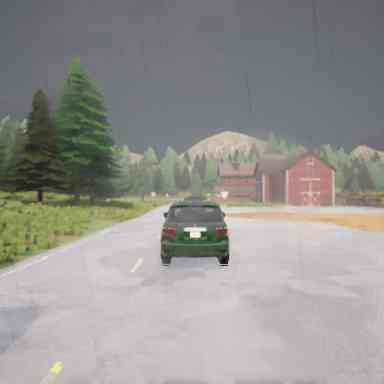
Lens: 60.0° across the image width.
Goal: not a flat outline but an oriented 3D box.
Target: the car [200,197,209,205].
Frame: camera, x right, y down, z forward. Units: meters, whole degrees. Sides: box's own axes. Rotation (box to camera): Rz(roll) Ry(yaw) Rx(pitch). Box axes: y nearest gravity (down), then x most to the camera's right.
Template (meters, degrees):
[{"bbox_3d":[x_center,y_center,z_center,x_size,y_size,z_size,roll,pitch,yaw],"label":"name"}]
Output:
[{"bbox_3d":[2.975,2.126,80.342,1.816,1.474,4.193,-6,0,-2],"label":"car"}]

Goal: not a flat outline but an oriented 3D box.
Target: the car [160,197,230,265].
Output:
[{"bbox_3d":[0.095,1.327,12.199,2.150,2.045,5.566,0,0,0],"label":"car"}]

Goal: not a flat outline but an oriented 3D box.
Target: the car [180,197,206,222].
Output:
[{"bbox_3d":[0.105,1.475,30.299,2.150,2.045,5.566,0,-1,0],"label":"car"}]
